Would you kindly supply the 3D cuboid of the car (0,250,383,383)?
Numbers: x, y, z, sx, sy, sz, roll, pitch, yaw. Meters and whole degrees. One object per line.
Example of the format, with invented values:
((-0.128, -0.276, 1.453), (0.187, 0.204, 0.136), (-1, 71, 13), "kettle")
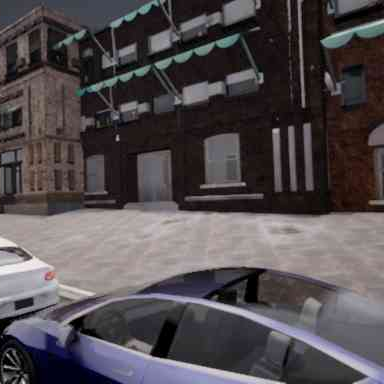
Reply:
((0.013, 1.526, 3.306), (4.792, 1.488, 2.163), (-1, 0, 35), "car")

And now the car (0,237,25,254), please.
((-4.476, 1.588, 6.510), (4.674, 1.452, 2.002), (-1, 0, 36), "car")
